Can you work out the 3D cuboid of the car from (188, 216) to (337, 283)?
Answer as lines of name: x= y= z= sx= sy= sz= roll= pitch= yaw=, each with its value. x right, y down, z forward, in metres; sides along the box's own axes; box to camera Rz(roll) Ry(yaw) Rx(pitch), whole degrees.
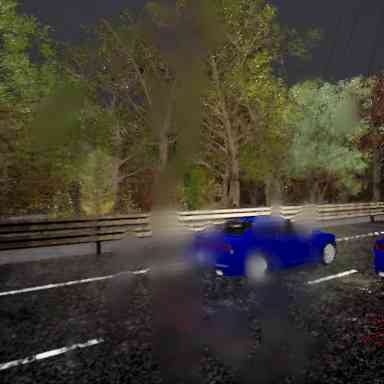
car: x=2.226 y=1.446 z=9.675 sx=5.008 sy=1.535 sz=1.882 roll=0 pitch=0 yaw=-36

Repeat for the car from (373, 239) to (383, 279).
car: x=6.613 y=1.432 z=8.530 sx=5.008 sy=1.535 sz=1.882 roll=0 pitch=0 yaw=-36
